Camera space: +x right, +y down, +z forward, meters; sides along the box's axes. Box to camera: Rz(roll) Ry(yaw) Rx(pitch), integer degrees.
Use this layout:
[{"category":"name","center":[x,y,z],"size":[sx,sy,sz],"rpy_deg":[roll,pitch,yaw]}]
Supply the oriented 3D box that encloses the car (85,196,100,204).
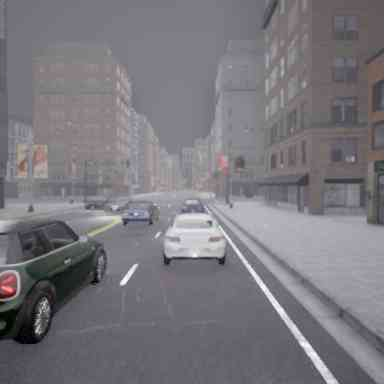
[{"category":"car","center":[-9.848,1.133,35.675],"size":[2.033,1.411,5.357],"rpy_deg":[0,1,0]}]

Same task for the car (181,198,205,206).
[{"category":"car","center":[0.062,1.214,26.543],"size":[1.812,1.442,4.674],"rpy_deg":[0,1,0]}]

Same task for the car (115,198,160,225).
[{"category":"car","center":[-3.204,1.294,21.617],"size":[2.033,1.411,5.357],"rpy_deg":[0,1,0]}]

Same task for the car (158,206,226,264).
[{"category":"car","center":[0.075,1.394,11.105],"size":[1.812,1.442,4.674],"rpy_deg":[0,1,0]}]

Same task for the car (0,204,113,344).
[{"category":"car","center":[-3.190,1.275,6.440],"size":[2.097,1.767,4.553],"rpy_deg":[0,1,0]}]

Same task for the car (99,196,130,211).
[{"category":"car","center":[-6.612,1.133,30.760],"size":[2.128,1.511,4.902],"rpy_deg":[0,1,0]}]
